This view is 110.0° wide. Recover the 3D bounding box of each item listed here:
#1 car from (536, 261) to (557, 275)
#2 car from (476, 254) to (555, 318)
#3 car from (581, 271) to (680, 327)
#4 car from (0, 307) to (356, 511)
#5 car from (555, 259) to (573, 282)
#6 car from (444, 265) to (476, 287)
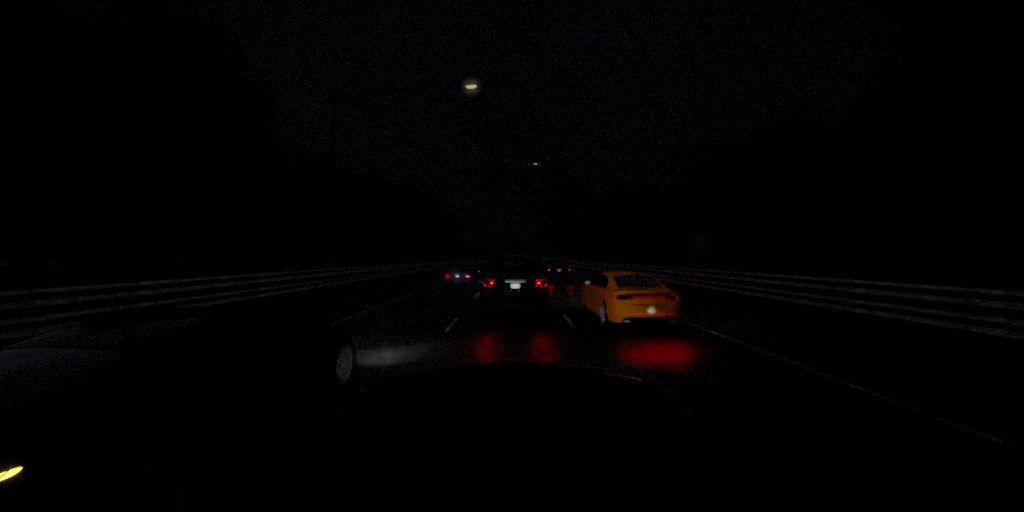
[{"bbox_3d":[3.920,1.342,41.422,2.033,1.411,5.357,0,0,2],"label":"car"},{"bbox_3d":[0.105,0.966,13.170,2.150,2.045,5.566,0,0,0],"label":"car"},{"bbox_3d":[3.501,1.221,11.476,1.882,1.535,5.008,0,0,0],"label":"car"},{"bbox_3d":[-3.413,1.273,3.851,1.812,1.442,4.674,0,0,0],"label":"car"},{"bbox_3d":[3.649,1.113,29.420,2.097,1.767,4.553,0,0,1],"label":"car"},{"bbox_3d":[-3.320,1.302,24.560,2.033,1.411,5.357,0,0,1],"label":"car"}]
